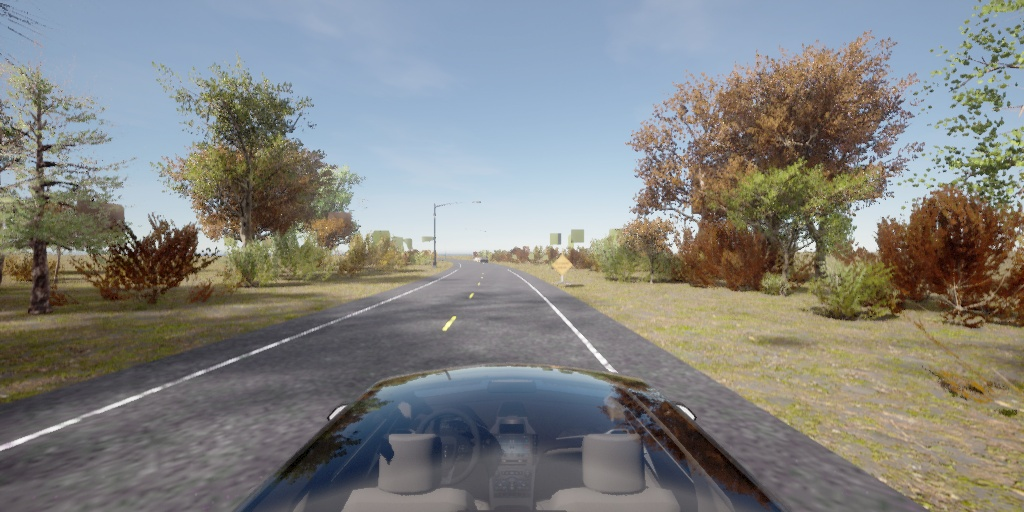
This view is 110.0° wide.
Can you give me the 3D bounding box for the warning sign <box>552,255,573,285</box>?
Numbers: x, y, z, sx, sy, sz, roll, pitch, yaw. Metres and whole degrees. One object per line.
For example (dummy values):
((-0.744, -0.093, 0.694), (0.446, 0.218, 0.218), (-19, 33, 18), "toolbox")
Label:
((3.122, 0.845, 22.299), (1.300, 1.860, 1.060), (0, 0, -2), "warning sign")
